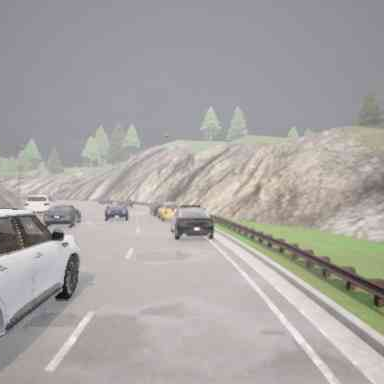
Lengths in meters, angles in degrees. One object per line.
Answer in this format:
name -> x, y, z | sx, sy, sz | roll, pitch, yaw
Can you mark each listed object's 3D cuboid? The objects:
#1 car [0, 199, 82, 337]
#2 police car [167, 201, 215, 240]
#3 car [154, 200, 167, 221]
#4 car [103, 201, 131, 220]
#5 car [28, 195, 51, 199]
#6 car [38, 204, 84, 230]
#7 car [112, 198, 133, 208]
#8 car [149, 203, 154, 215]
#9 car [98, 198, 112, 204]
car -> -3.536, 1.242, 5.288 | 2.150, 2.045, 5.566 | 0, 0, -2
police car -> -0.100, 1.488, 17.748 | 1.930, 1.638, 5.238 | 0, 0, -7
car -> -1.816, 1.554, 27.890 | 1.801, 1.575, 5.366 | 0, 0, -12
car -> -6.680, 1.705, 29.380 | 1.895, 1.301, 4.718 | 0, 0, -13
car -> -14.935, 1.339, 32.889 | 2.150, 2.045, 5.566 | 0, 0, -16
car -> -8.933, 1.631, 23.193 | 2.033, 1.411, 5.357 | 0, 0, -11
car -> -10.663, 1.678, 52.749 | 2.128, 1.511, 4.902 | 0, 0, -24
car -> -3.151, 1.624, 33.672 | 1.837, 1.490, 4.892 | 0, 0, -14
car -> -17.201, 1.799, 66.171 | 1.994, 1.385, 4.181 | 0, 0, -31
